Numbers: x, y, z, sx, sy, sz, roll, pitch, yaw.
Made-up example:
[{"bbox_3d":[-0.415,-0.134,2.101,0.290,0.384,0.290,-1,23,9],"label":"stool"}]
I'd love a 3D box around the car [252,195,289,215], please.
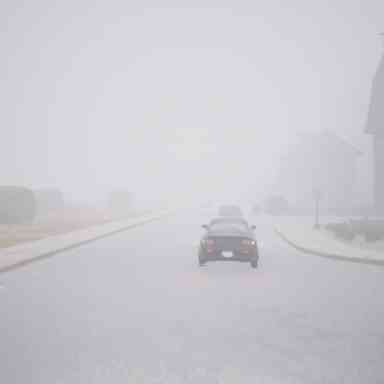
[{"bbox_3d":[8.158,1.361,34.752,1.905,1.878,3.866,-7,2,-36],"label":"car"}]

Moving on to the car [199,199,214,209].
[{"bbox_3d":[2.278,1.828,50.965,1.994,1.385,4.181,0,0,7],"label":"car"}]

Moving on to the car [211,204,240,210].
[{"bbox_3d":[2.814,1.676,24.723,2.033,1.411,5.357,-1,0,7],"label":"car"}]

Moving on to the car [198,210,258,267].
[{"bbox_3d":[1.288,1.592,11.672,1.812,1.442,4.674,0,0,7],"label":"car"}]
